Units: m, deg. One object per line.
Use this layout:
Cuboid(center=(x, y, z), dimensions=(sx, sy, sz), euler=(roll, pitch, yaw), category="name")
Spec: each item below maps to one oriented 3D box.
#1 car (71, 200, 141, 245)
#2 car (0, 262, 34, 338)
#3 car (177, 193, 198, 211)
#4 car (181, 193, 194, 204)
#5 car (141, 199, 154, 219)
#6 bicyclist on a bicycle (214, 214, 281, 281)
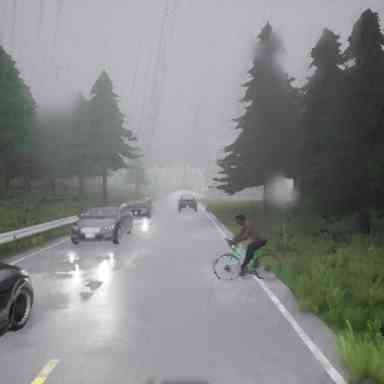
Cuboid(center=(-3.818, 1.320, 14.769), dimensions=(2.128, 1.511, 4.902), euler=(0, 1, -1), category="car")
Cuboid(center=(-3.634, 1.520, 3.908), dimensions=(1.994, 1.385, 4.181), euler=(0, 1, -1), category="car")
Cuboid(center=(-0.450, 1.105, 34.043), dimensions=(1.837, 1.490, 4.892), euler=(0, 1, -1), category="car")
Cuboid(center=(-0.714, 0.897, 49.349), dimensions=(1.882, 1.535, 5.008), euler=(0, 0, -1), category="car")
Cuboid(center=(-3.988, 1.269, 25.331), dimensions=(1.994, 1.385, 4.181), euler=(0, 1, -1), category="car")
Cuboid(center=(1.336, 1.361, 8.009), dimensions=(1.656, 1.620, 0.582), euler=(0, 1, -1), category="bicyclist on a bicycle")
